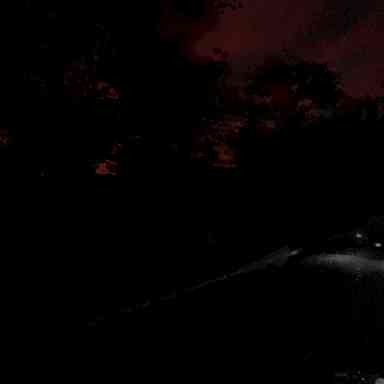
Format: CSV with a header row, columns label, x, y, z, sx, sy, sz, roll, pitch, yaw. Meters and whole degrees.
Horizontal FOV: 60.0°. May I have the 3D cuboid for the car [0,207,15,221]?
label,x,y,z,sx,sy,sz,roll,pitch,yaw
car,-23.887,2.833,40.165,5.008,1.535,2.097,-1,-1,40

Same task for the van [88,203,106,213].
label,x,y,z,sx,sy,sz,roll,pitch,yaw
van,-14.888,2.601,50.732,4.442,1.987,1.878,-1,-1,40

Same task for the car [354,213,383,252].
label,x,y,z,sx,sy,sz,roll,pitch,yaw
car,8.033,1.584,13.506,1.812,1.442,4.674,-1,-1,40

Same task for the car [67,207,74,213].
label,x,y,z,sx,sy,sz,roll,pitch,yaw
car,-18.546,2.829,46.554,5.008,1.535,2.097,-1,-1,40

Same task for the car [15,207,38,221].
label,x,y,z,sx,sy,sz,roll,pitch,yaw
car,-22.085,2.706,42.277,4.553,1.767,2.185,-1,0,40

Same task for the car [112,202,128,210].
label,x,y,z,sx,sy,sz,roll,pitch,yaw
car,-11.432,2.858,55.078,4.792,1.488,2.163,-1,-1,40

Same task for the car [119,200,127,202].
label,x,y,z,sx,sy,sz,roll,pitch,yaw
car,-14.884,2.717,71.323,5.566,2.045,2.435,-1,-1,40

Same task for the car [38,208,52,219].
label,x,y,z,sx,sy,sz,roll,pitch,yaw
car,-20.326,2.870,44.425,4.674,1.452,2.002,-1,-1,40
